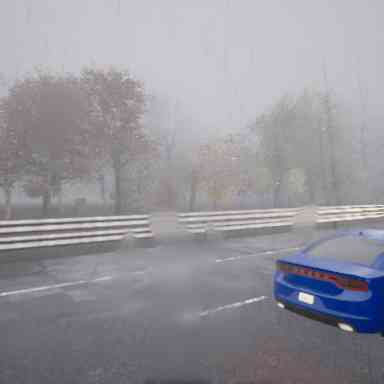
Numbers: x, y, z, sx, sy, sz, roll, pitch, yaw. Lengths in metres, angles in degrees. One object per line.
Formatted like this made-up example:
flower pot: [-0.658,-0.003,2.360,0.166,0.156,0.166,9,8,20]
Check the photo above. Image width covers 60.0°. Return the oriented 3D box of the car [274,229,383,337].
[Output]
car: [3.779,1.487,6.578,5.008,1.535,1.882,0,0,-36]
